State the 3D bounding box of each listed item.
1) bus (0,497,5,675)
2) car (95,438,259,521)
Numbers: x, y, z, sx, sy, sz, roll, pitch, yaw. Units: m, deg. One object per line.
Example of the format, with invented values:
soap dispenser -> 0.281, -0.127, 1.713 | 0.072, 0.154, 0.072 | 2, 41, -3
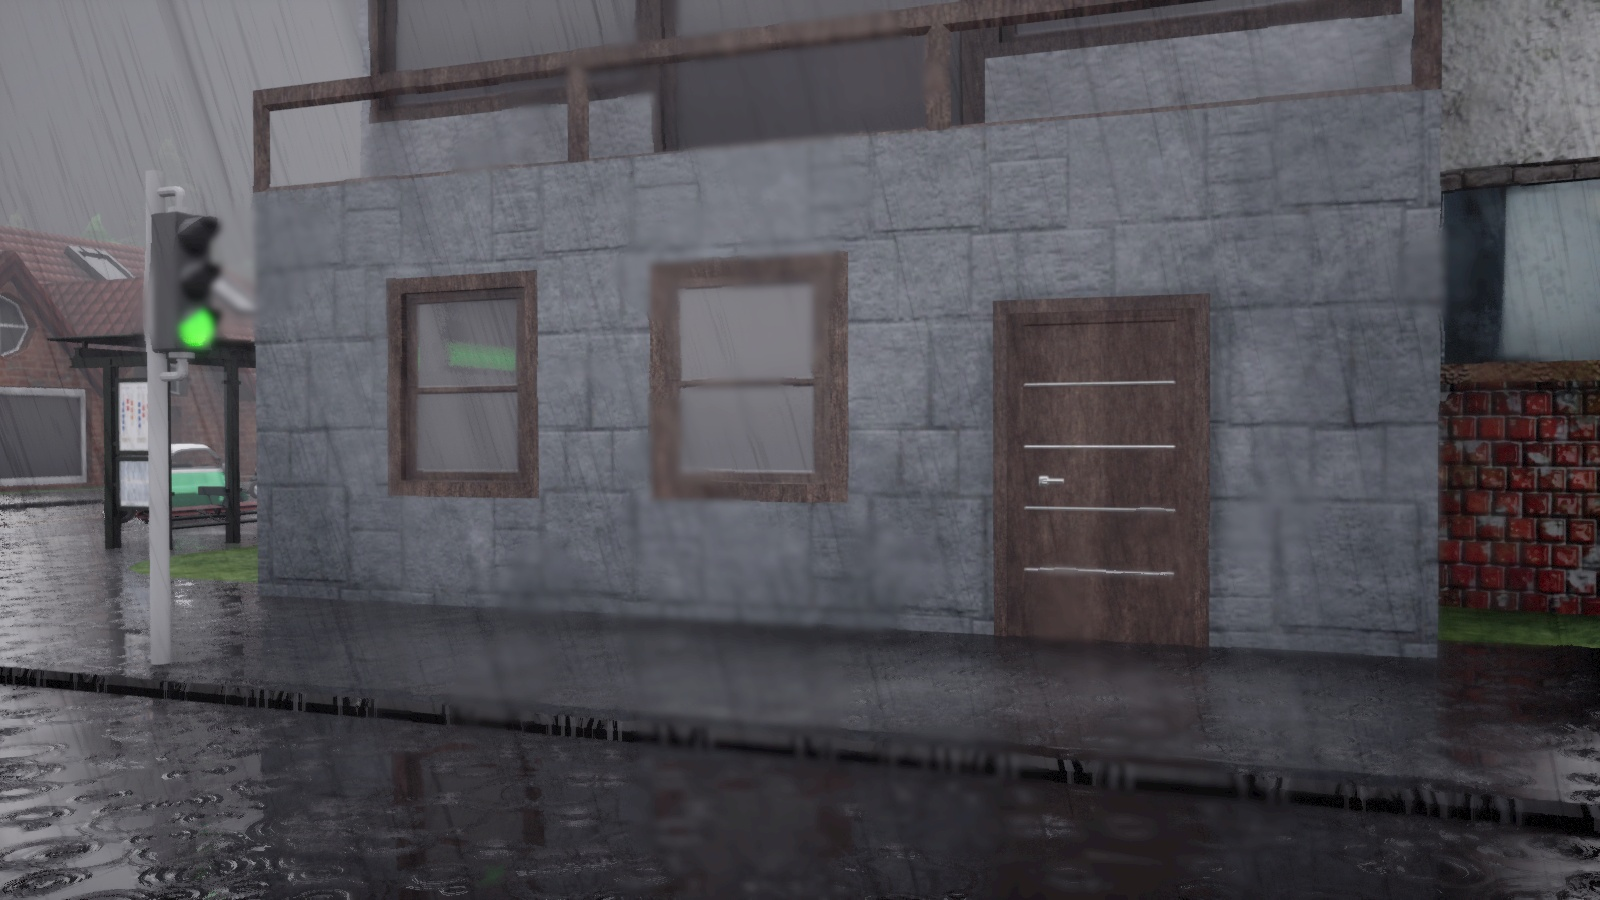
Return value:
bus -> -10.308, -0.696, 6.706 | 10.273, 4.253, 3.944 | 0, 2, 11
car -> -11.113, 0.479, 22.502 | 1.481, 1.376, 2.207 | 1, 1, 20
